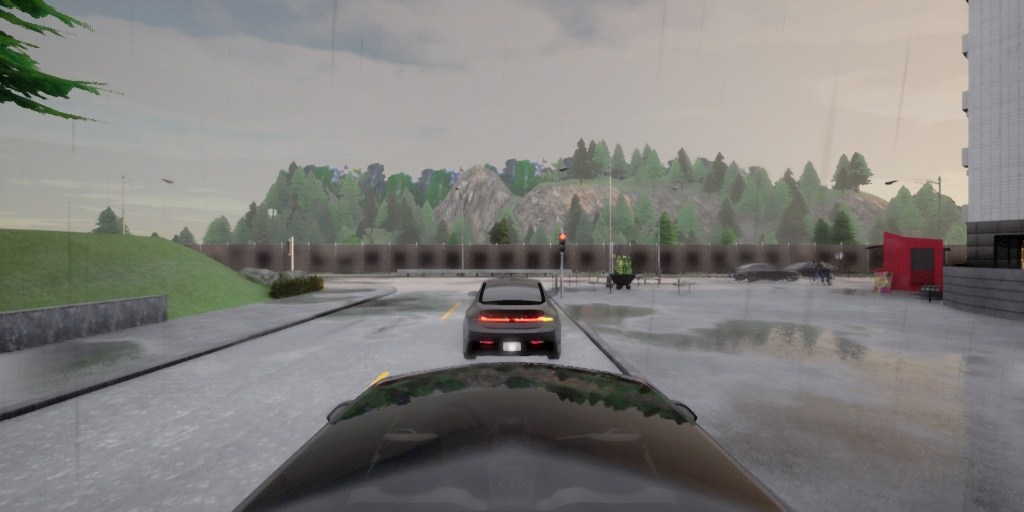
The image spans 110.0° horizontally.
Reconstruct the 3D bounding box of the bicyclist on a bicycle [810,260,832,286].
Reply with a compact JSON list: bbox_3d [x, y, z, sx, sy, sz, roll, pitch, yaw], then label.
[{"bbox_3d":[19.804,1.096,22.992,0.582,1.620,1.656,0,0,-1],"label":"bicyclist on a bicycle"}]

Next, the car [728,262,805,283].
[{"bbox_3d":[18.998,1.272,27.206,4.674,1.442,1.812,0,0,0],"label":"car"}]

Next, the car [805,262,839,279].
[{"bbox_3d":[25.743,1.251,31.444,4.892,1.490,1.837,0,0,0],"label":"car"}]

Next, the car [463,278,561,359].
[{"bbox_3d":[-0.001,1.254,8.357,1.837,1.490,4.892,0,0,0],"label":"car"}]
